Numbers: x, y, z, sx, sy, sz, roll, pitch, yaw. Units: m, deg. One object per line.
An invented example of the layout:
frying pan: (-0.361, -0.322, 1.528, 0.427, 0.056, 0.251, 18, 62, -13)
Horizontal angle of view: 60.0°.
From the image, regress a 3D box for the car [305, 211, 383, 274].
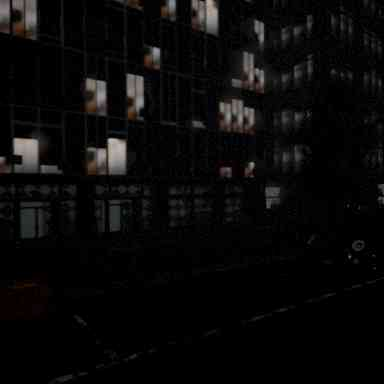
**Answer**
car: (5.371, 1.427, 10.397, 4.097, 1.590, 1.967, 0, 0, -35)

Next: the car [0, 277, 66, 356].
car: (-4.023, 1.527, 3.699, 4.829, 1.417, 1.752, 0, 0, -35)
